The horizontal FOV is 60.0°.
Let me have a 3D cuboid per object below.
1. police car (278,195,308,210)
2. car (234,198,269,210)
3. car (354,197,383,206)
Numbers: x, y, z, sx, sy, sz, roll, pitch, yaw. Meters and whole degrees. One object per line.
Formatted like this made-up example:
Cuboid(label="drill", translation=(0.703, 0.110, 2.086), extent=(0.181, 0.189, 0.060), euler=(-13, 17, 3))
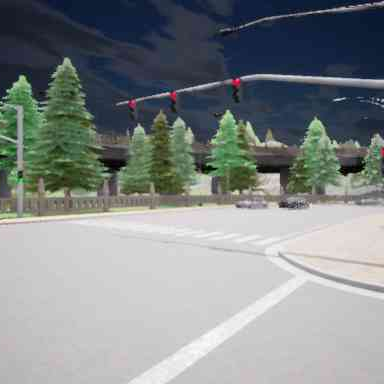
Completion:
Cuboid(label="police car", translation=(11.795, 1.219, 38.840), extent=(1.930, 1.638, 5.238), euler=(-2, -1, 42))
Cuboid(label="car", translation=(7.005, 1.351, 39.050), extent=(1.895, 1.301, 4.718), euler=(1, 0, 45))
Cuboid(label="car", translation=(26.942, 1.435, 49.979), extent=(4.718, 1.301, 1.895), euler=(0, 0, -10))
